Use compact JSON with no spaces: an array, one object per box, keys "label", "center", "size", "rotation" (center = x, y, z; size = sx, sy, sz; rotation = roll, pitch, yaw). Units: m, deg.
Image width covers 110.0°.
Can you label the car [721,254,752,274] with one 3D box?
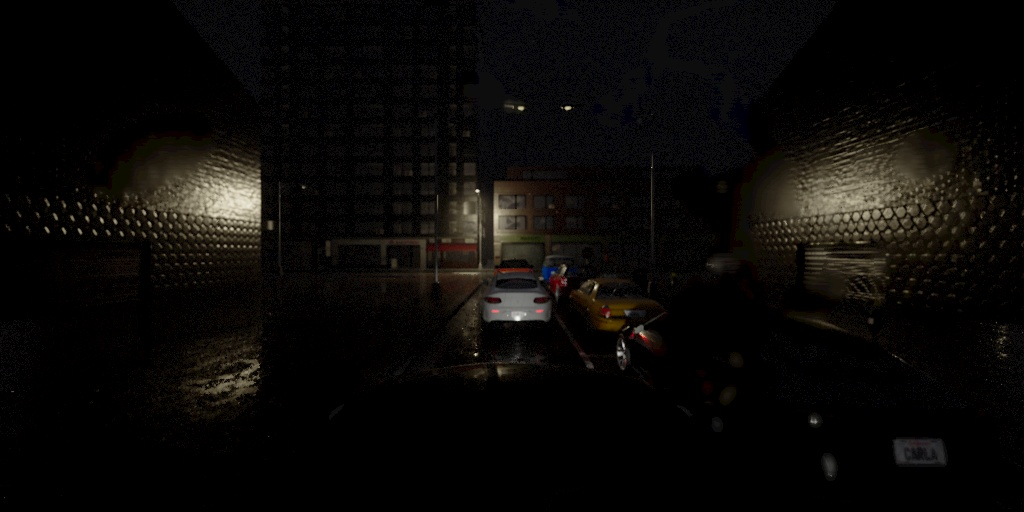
[{"label":"car","center":[21.484,0.851,31.153],"size":[4.902,1.511,2.128],"rotation":[0,0,0]}]

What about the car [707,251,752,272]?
[{"label":"car","center":[21.730,0.563,34.154],"size":[5.566,2.045,2.150],"rotation":[0,0,0]}]

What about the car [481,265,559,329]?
[{"label":"car","center":[0.096,1.166,10.646],"size":[1.812,1.442,4.674],"rotation":[0,1,-1]}]

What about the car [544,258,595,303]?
[{"label":"car","center":[2.669,1.025,15.355],"size":[1.967,1.591,4.097],"rotation":[0,0,0]}]

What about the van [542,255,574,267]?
[{"label":"van","center":[2.682,0.861,20.830],"size":[1.690,1.789,3.998],"rotation":[0,0,0]}]

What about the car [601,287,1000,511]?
[{"label":"car","center":[2.644,1.282,4.409],"size":[1.948,1.339,4.313],"rotation":[0,0,0]}]

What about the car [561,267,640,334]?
[{"label":"car","center":[2.657,1.175,10.052],"size":[1.751,1.417,4.829],"rotation":[0,0,0]}]

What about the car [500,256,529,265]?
[{"label":"car","center":[0.118,0.888,19.442],"size":[2.097,1.767,4.553],"rotation":[0,1,0]}]
